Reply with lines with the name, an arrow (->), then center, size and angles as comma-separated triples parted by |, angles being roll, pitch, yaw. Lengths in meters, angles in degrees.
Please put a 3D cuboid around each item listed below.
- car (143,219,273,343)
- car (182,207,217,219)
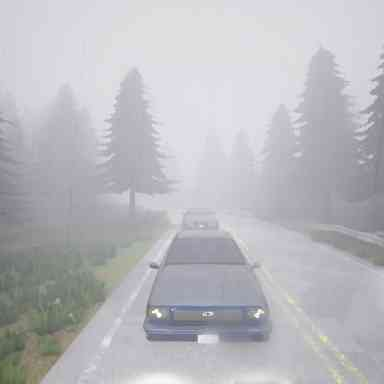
car -> 0.254, 1.557, 7.059 | 2.033, 1.411, 5.357 | 0, 0, 1
car -> 0.410, 1.584, 19.144 | 1.994, 1.385, 4.181 | 0, 0, -2
